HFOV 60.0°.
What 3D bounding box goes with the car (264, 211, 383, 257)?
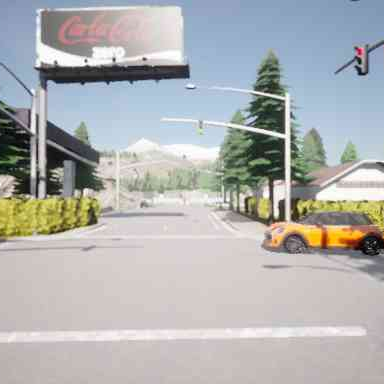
[{"bbox_3d":[5.371,1.579,13.890,4.553,1.767,2.097,1,-1,0],"label":"car"}]
